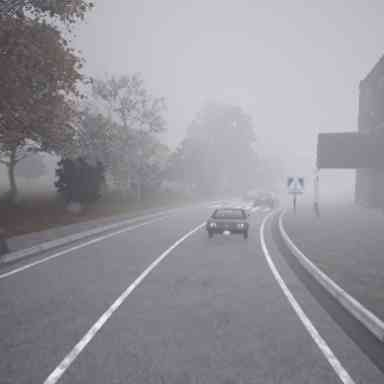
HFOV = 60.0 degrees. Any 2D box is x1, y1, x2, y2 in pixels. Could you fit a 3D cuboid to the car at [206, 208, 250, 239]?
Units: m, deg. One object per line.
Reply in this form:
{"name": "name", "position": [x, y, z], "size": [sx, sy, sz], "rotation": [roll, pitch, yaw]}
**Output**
{"name": "car", "position": [1.953, 1.450, 16.740], "size": [1.895, 1.301, 4.718], "rotation": [1, 1, 11]}

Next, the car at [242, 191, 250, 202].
{"name": "car", "position": [8.365, 0.519, 44.947], "size": [1.882, 1.535, 5.008], "rotation": [3, 3, 29]}

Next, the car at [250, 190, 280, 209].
{"name": "car", "position": [8.181, 0.751, 36.108], "size": [2.097, 1.767, 4.553], "rotation": [2, 2, 24]}
